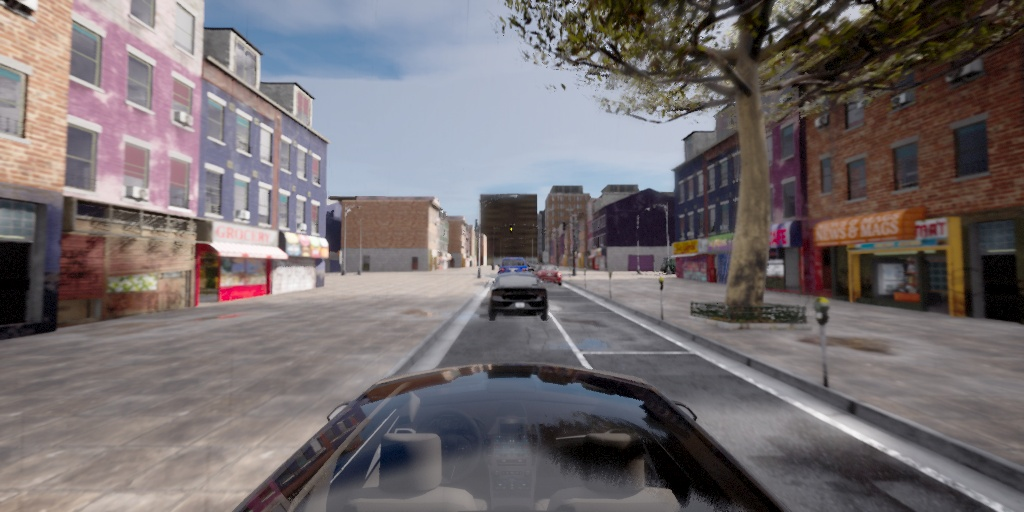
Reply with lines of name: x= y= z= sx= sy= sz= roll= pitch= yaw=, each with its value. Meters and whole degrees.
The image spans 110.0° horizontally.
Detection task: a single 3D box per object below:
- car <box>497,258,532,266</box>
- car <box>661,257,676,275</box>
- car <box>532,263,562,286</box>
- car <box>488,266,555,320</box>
car: x=0.090 y=1.141 z=26.616 sx=2.150 sy=2.045 sz=5.566 roll=0 pitch=0 yaw=0
car: x=19.249 y=1.169 z=39.164 sx=5.566 sy=2.045 sz=2.150 roll=0 pitch=-2 yaw=0
car: x=2.638 y=1.363 z=27.295 sx=1.967 sy=1.591 sz=4.097 roll=0 pitch=0 yaw=0
car: x=0.154 y=1.297 z=12.983 sx=1.882 sy=1.535 sz=5.008 roll=0 pitch=0 yaw=-2
